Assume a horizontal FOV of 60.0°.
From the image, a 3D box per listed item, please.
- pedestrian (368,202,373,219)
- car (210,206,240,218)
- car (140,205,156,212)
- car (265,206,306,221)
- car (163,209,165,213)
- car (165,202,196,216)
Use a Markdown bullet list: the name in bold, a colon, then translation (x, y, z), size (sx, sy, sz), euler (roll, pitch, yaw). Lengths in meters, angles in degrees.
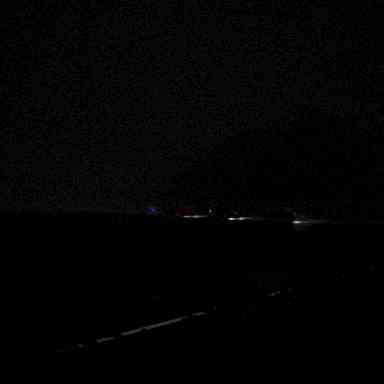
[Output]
- **pedestrian**: translation (18.911, 1.917, 35.292), size (0.375, 1.860, 0.375), euler (-2, 1, -33)
- **car**: translation (4.270, 2.581, 43.777), size (1.837, 1.490, 4.892), euler (1, -2, -33)
- **car**: translation (-9.418, 3.569, 71.262), size (1.812, 1.442, 4.674), euler (1, -2, -33)
- **car**: translation (9.793, 2.259, 35.342), size (1.812, 1.442, 4.674), euler (1, -2, -33)
- **car**: translation (-3.704, 3.347, 62.699), size (1.895, 1.301, 4.718), euler (1, -2, -33)
- **car**: translation (-1.591, 2.644, 52.755), size (2.150, 2.045, 5.566), euler (1, -2, -33)
